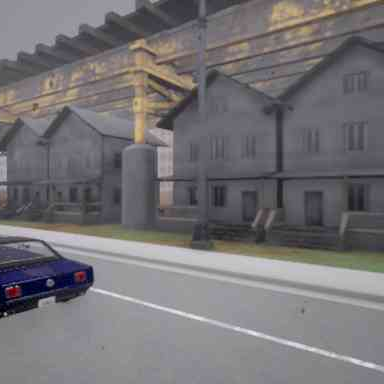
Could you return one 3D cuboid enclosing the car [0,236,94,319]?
[{"bbox_3d":[-4.270,1.609,7.072,4.718,1.301,1.895,0,0,37],"label":"car"}]
